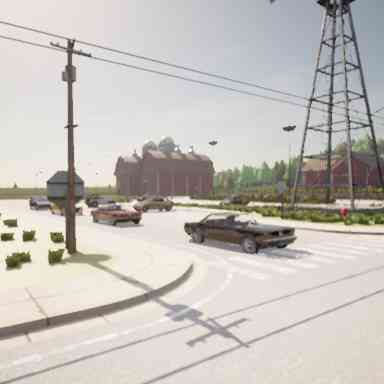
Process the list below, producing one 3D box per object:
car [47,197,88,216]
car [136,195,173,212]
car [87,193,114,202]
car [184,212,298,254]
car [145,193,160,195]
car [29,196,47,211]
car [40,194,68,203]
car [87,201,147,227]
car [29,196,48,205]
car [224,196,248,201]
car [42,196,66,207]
[{"bbox_3d":[-11.921,1.376,31.576,1.882,1.535,5.008,-1,0,-36],"label":"car"},{"bbox_3d":[-4.081,1.312,34.710,4.193,1.474,1.816,-1,0,-36],"label":"car"},{"bbox_3d":[-12.518,1.126,45.242,3.866,1.878,1.905,-1,0,-36],"label":"car"},{"bbox_3d":[1.745,1.498,13.237,1.895,1.301,4.718,-1,0,-37],"label":"car"},{"bbox_3d":[-7.862,0.973,61.298,4.605,1.855,1.932,-1,0,-36],"label":"car"},{"bbox_3d":[-18.320,1.447,40.244,2.033,1.411,5.357,-1,0,-36],"label":"car"},{"bbox_3d":[-26.838,1.293,64.758,4.611,1.667,2.242,-1,0,-36],"label":"car"},{"bbox_3d":[-5.181,1.499,22.496,1.895,1.301,4.718,-1,0,-36],"label":"car"},{"bbox_3d":[-26.655,1.407,57.610,2.033,1.411,5.357,-1,0,-37],"label":"car"},{"bbox_3d":[5.584,1.182,43.283,3.905,1.438,1.784,-1,0,-36],"label":"car"},{"bbox_3d":[-20.478,1.350,49.294,2.128,1.511,4.902,-1,0,-37],"label":"car"}]
